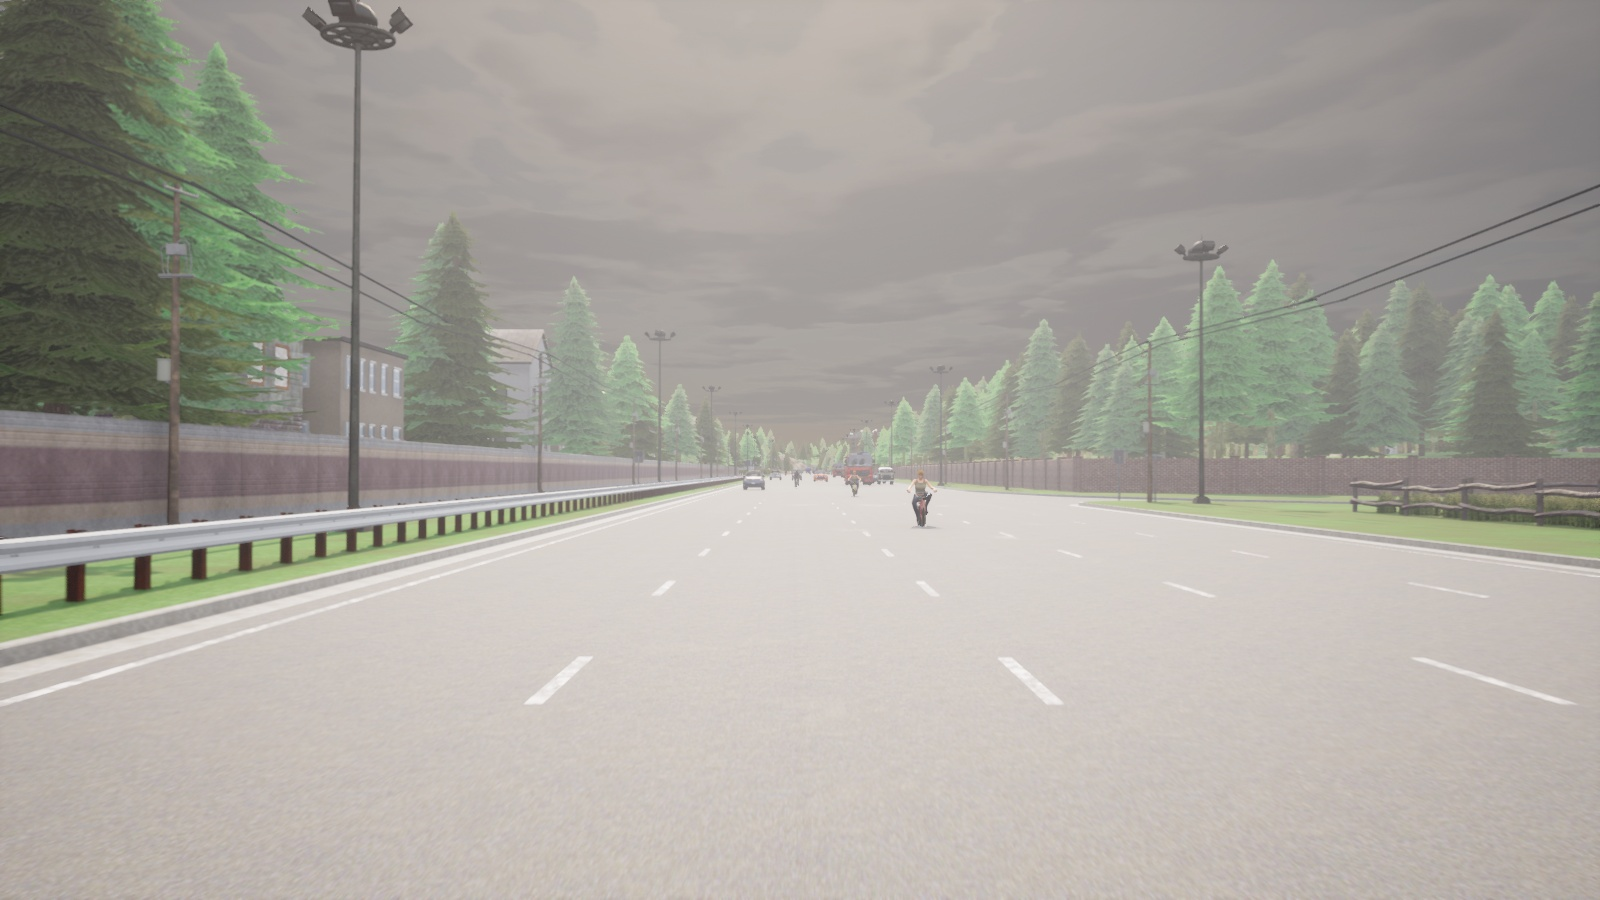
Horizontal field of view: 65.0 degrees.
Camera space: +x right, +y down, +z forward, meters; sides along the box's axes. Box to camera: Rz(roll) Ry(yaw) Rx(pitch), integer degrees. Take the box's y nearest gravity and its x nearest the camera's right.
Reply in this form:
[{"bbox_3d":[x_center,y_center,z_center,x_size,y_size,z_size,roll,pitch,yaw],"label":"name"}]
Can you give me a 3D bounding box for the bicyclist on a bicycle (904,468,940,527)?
[{"bbox_3d":[3.411,1.327,35.215,0.866,1.612,1.509,0,-1,0],"label":"bicyclist on a bicycle"}]
